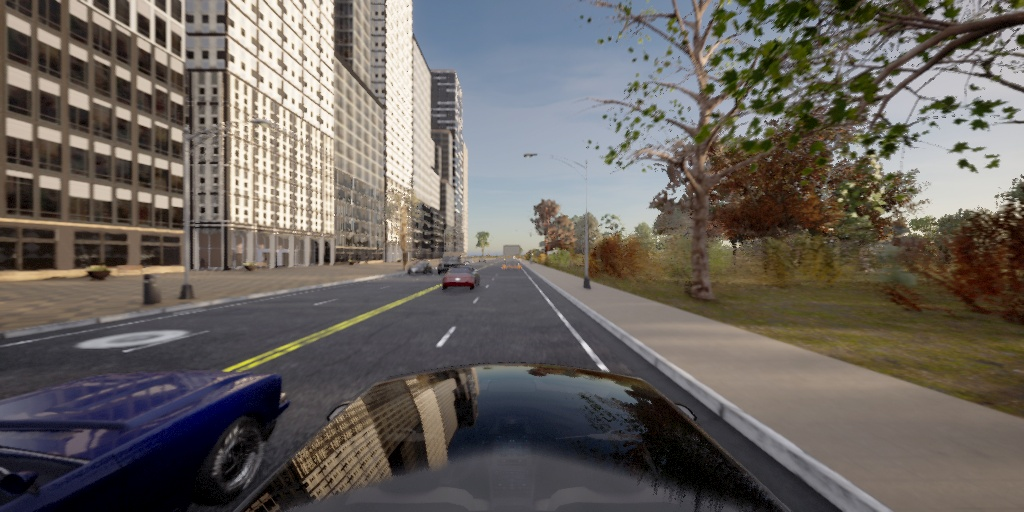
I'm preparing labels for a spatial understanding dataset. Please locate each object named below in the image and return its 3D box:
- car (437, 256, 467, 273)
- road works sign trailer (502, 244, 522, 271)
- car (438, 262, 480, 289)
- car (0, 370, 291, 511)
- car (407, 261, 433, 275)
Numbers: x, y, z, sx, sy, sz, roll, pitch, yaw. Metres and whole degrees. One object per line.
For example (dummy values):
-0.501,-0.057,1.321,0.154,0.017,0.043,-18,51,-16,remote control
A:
-6.575,0.981,38.913,2.150,2.045,5.566,0,0,0,car
-0.007,0.214,48.661,2.380,3.560,2.880,0,0,0,road works sign trailer
-3.152,1.317,22.833,1.994,1.385,4.181,0,0,0,car
-3.146,1.354,1.435,1.895,1.301,4.718,0,0,0,car
-9.825,1.252,38.494,2.128,1.511,4.902,0,0,0,car
